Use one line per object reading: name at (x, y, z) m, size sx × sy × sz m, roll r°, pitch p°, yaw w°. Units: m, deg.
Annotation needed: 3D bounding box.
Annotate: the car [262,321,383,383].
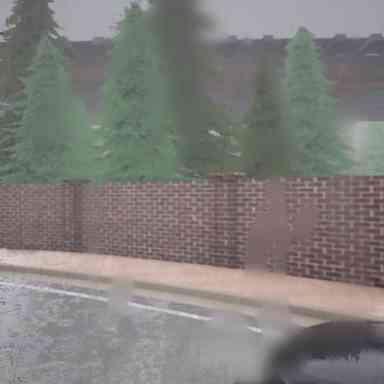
car at (2.662, 1.474, 1.813) m, size 4.674 × 1.442 × 1.812 m, roll 0°, pitch 0°, yaw 37°
